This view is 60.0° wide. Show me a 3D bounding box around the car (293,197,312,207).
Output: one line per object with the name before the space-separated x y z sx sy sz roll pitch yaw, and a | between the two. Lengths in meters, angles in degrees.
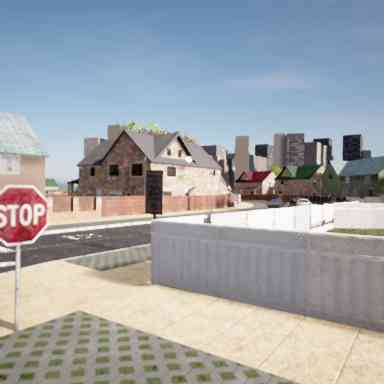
car | 13.846 1.577 41.218 1.812 1.442 4.674 1 0 20

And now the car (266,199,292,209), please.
car | 10.258 1.529 39.875 2.033 1.411 5.357 1 0 23
